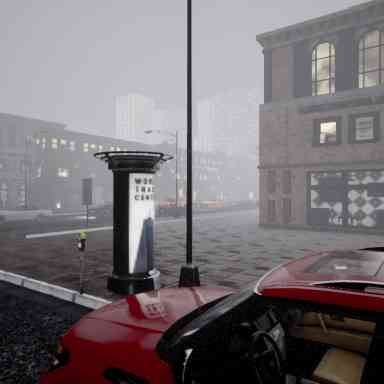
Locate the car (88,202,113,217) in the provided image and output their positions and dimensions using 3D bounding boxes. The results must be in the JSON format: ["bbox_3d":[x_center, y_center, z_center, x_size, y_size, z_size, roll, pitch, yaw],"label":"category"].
[{"bbox_3d":[-8.312,1.671,33.250,1.994,1.385,4.181,0,0,36],"label":"car"}]

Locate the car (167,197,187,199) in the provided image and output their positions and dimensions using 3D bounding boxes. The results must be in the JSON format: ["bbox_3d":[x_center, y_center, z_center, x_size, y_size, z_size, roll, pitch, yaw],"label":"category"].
[{"bbox_3d":[-2.503,1.507,41.513,2.097,1.767,4.553,0,0,35],"label":"car"}]

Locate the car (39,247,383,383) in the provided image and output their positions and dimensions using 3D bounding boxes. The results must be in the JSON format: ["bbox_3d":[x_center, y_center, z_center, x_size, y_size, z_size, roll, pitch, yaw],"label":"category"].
[{"bbox_3d":[1.165,1.315,2.044,5.009,1.841,2.192,0,0,35],"label":"car"}]

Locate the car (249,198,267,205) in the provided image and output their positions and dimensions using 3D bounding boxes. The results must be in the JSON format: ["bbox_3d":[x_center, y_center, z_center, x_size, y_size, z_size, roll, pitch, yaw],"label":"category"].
[{"bbox_3d":[13.814,1.876,69.273,2.008,1.369,4.403,0,-1,35],"label":"car"}]

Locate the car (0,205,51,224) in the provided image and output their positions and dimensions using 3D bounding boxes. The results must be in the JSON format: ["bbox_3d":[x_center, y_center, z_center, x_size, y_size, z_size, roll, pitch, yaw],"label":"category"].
[{"bbox_3d":[-13.563,1.668,25.790,1.895,1.301,4.718,0,0,35],"label":"car"}]

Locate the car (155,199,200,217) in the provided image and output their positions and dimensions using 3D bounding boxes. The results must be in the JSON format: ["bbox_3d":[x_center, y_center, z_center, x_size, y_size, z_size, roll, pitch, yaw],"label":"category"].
[{"bbox_3d":[-1.520,1.669,32.774,1.887,1.381,4.507,0,0,35],"label":"car"}]

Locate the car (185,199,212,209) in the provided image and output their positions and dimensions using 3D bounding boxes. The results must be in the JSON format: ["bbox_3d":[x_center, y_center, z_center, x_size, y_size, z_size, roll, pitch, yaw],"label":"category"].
[{"bbox_3d":[1.108,1.756,51.185,2.008,1.369,4.403,0,0,35],"label":"car"}]

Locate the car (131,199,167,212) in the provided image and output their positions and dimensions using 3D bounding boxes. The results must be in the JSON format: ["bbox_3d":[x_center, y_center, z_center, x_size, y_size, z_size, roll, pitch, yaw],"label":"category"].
[{"bbox_3d":[-5.343,1.674,42.003,1.752,1.417,4.829,0,0,35],"label":"car"}]

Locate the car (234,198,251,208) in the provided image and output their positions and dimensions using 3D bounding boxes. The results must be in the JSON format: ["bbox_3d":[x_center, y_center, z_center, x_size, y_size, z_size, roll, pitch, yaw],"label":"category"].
[{"bbox_3d":[8.865,1.834,52.146,1.895,1.301,4.718,0,0,35],"label":"car"}]

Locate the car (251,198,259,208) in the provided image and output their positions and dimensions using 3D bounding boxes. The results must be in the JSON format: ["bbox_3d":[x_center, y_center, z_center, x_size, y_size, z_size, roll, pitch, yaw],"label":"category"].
[{"bbox_3d":[11.142,1.676,50.891,1.967,1.590,4.097,0,-1,35],"label":"car"}]

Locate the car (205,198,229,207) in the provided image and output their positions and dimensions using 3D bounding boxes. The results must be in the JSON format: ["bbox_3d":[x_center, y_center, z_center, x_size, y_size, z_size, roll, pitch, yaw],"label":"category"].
[{"bbox_3d":[4.187,1.759,55.568,1.752,1.417,4.829,0,-1,35],"label":"car"}]

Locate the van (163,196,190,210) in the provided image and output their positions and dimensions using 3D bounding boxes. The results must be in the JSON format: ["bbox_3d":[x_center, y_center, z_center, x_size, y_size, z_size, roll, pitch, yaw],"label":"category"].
[{"bbox_3d":[-2.069,1.518,46.665,1.690,1.788,3.998,0,0,35],"label":"van"}]

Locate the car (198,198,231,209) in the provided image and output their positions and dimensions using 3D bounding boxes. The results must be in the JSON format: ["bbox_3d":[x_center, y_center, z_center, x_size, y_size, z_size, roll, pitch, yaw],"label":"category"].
[{"bbox_3d":[3.368,1.684,49.813,1.882,1.535,5.008,0,0,36],"label":"car"}]

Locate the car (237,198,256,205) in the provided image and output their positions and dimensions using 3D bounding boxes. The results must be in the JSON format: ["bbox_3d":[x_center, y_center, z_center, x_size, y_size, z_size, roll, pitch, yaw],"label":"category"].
[{"bbox_3d":[10.637,1.845,64.750,2.008,1.369,4.403,0,-1,35],"label":"car"}]

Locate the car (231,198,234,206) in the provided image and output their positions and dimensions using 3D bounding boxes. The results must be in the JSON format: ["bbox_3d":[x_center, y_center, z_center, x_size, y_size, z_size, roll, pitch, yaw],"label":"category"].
[{"bbox_3d":[7.461,1.815,60.229,2.008,1.369,4.403,0,-1,35],"label":"car"}]
